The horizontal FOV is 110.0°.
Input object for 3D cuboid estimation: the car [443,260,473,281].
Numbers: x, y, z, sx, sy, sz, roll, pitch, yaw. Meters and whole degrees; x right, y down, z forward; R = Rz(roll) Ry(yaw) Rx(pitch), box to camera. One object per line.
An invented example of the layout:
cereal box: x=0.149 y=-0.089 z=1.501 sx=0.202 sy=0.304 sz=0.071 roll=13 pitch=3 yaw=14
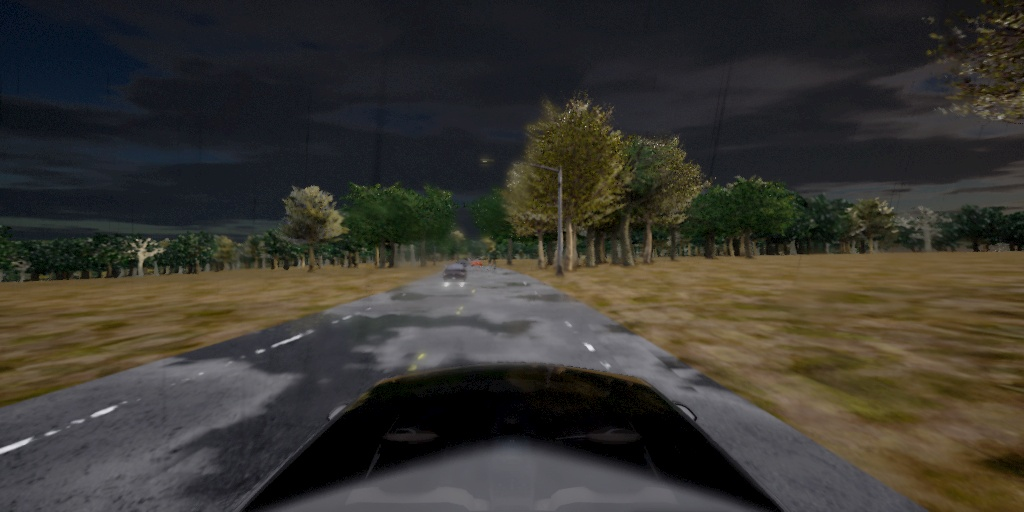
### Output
car: x=-4.688 y=1.341 z=30.392 sx=2.033 sy=1.411 sz=5.357 roll=0 pitch=0 yaw=-4

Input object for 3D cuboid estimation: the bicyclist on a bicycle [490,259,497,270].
bicyclist on a bicycle: x=-2.605 y=1.330 z=54.508 sx=0.582 sy=1.620 sz=1.656 roll=0 pitch=-1 yaw=-8

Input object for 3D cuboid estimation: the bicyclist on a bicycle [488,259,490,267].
bicyclist on a bicycle: x=-3.932 y=1.296 z=63.614 sx=0.659 sy=1.776 sz=1.843 roll=0 pitch=0 yaw=-9
